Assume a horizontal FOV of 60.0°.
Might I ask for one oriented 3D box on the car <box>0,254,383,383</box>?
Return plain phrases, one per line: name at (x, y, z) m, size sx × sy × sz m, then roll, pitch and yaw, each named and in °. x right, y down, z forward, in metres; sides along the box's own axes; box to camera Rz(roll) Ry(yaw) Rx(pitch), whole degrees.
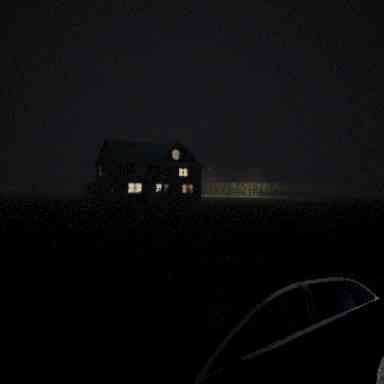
car at (0.395, 1.492, 3.351) m, size 4.902 × 1.511 × 2.128 m, roll 0°, pitch 0°, yaw -35°
